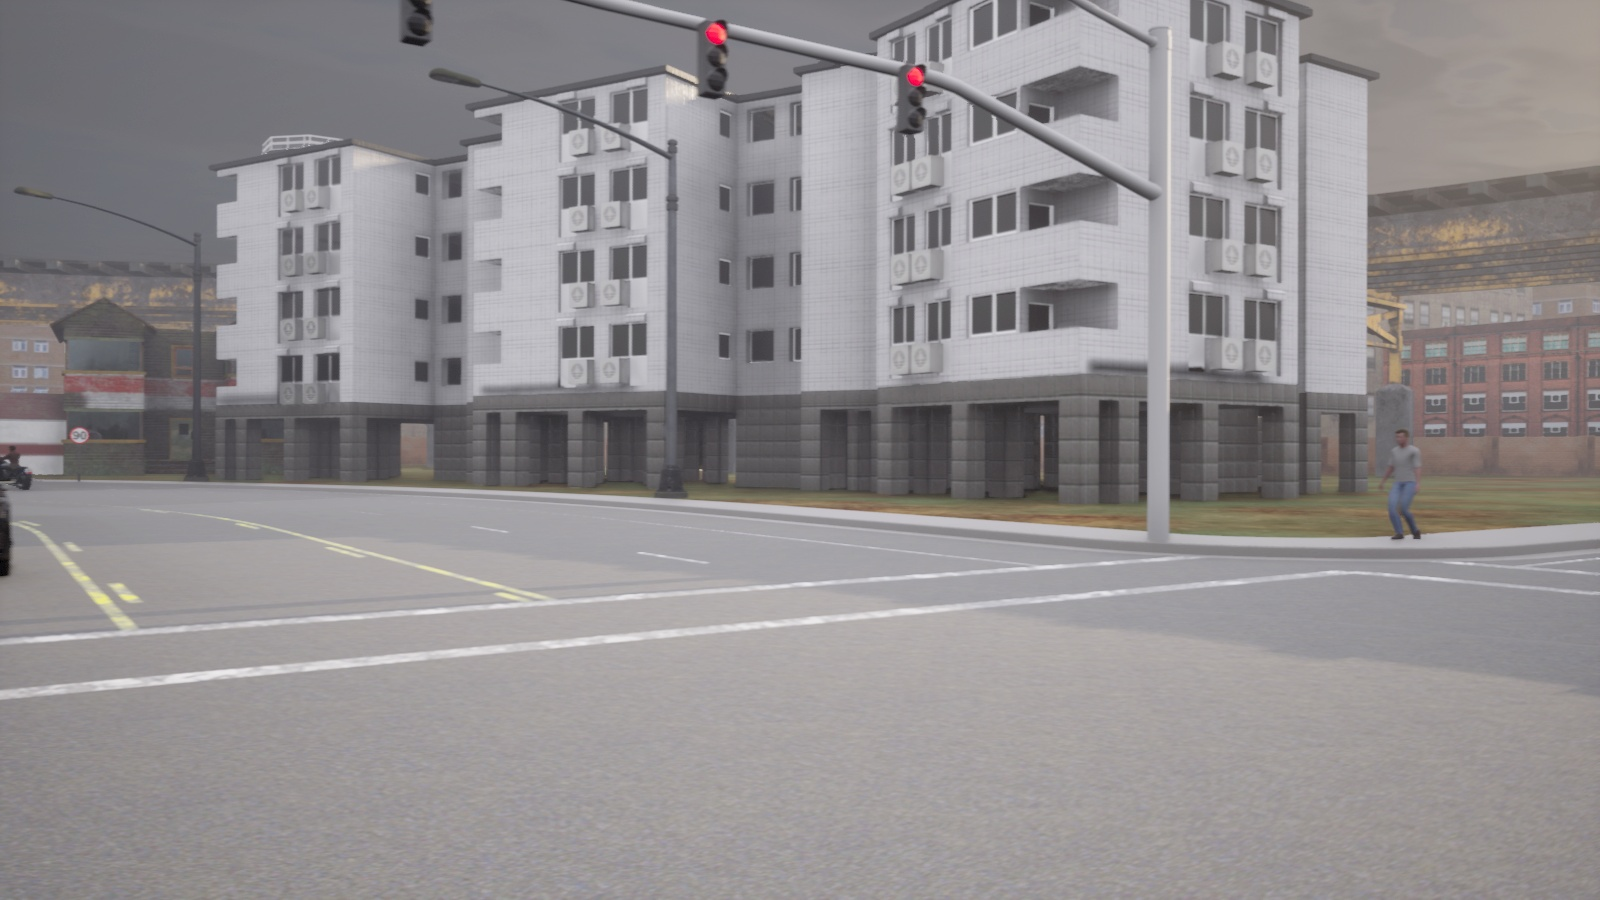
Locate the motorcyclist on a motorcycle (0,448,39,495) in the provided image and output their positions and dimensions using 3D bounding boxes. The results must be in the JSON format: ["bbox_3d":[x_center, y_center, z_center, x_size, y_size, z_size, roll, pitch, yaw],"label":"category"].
[{"bbox_3d":[-28.645,0.760,45.354,2.350,1.649,0.766,0,0,24],"label":"motorcyclist on a motorcycle"}]

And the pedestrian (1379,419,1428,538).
[{"bbox_3d":[9.513,0.442,19.791,0.706,1.836,0.354,0,0,-29],"label":"pedestrian"}]

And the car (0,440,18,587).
[{"bbox_3d":[-11.029,0.718,15.624,2.033,1.649,4.856,0,0,-34],"label":"car"}]
